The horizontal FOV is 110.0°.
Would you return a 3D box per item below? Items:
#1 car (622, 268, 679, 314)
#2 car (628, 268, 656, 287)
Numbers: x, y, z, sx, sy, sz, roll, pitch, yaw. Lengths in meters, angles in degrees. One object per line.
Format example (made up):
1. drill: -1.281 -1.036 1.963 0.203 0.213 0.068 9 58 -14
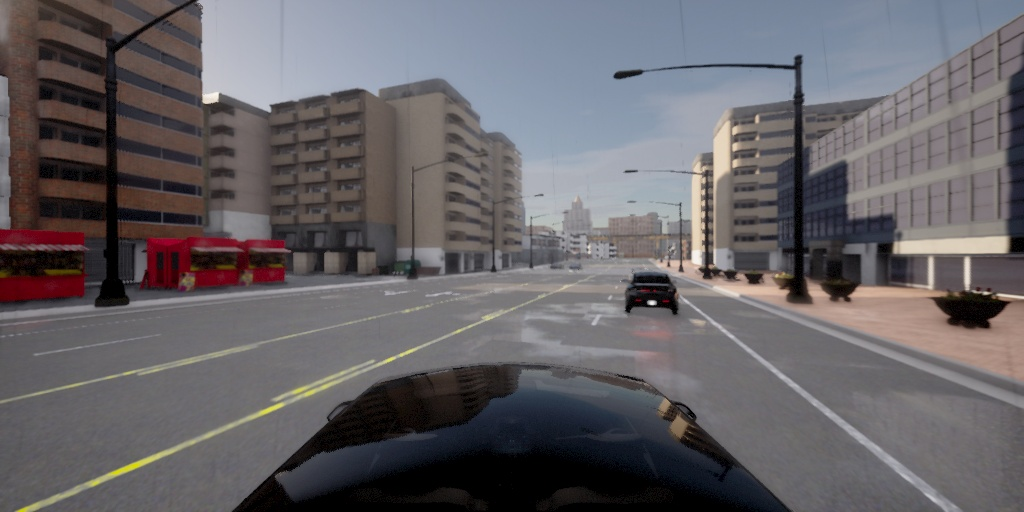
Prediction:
1. car: 5.612 1.370 14.645 1.837 1.490 4.892 0 0 19
2. car: 10.315 1.633 28.596 1.895 1.301 4.718 0 -1 19
